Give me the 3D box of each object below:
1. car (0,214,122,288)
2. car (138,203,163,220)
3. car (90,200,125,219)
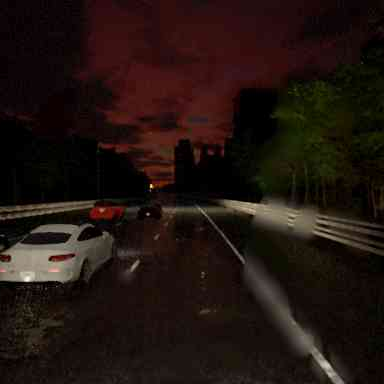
[{"bbox_3d":[-3.430,1.567,9.237,1.812,1.442,4.674,0,0,0],"label":"car"},{"bbox_3d":[-3.635,1.665,29.586,1.812,1.442,4.674,0,0,-1],"label":"car"},{"bbox_3d":[-7.104,1.485,28.232,2.097,1.767,4.553,0,0,-1],"label":"car"}]
